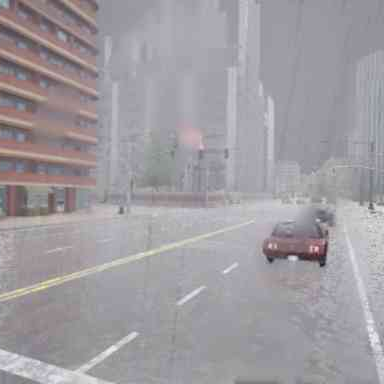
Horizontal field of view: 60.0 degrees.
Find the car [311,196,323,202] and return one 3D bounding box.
[{"bbox_3d":[30.815,2.019,82.651,2.150,2.045,5.566,1,0,23],"label":"car"}]

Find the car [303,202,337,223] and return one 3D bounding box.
[{"bbox_3d":[10.043,1.775,25.929,1.837,1.490,4.892,0,0,26],"label":"car"}]

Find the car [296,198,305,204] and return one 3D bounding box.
[{"bbox_3d":[26.849,2.287,82.316,1.812,1.442,4.674,1,0,23],"label":"car"}]

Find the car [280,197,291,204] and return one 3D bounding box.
[{"bbox_3d":[23.640,2.248,83.711,2.128,1.511,4.902,1,0,23],"label":"car"}]

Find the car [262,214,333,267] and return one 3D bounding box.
[{"bbox_3d":[3.932,1.719,12.036,1.895,1.301,4.718,1,0,24],"label":"car"}]

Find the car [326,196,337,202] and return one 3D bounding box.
[{"bbox_3d":[34.024,2.058,81.255,2.150,2.045,5.566,1,0,23],"label":"car"}]
